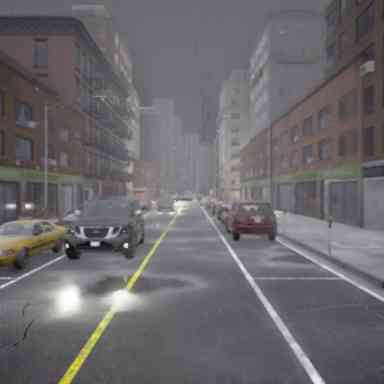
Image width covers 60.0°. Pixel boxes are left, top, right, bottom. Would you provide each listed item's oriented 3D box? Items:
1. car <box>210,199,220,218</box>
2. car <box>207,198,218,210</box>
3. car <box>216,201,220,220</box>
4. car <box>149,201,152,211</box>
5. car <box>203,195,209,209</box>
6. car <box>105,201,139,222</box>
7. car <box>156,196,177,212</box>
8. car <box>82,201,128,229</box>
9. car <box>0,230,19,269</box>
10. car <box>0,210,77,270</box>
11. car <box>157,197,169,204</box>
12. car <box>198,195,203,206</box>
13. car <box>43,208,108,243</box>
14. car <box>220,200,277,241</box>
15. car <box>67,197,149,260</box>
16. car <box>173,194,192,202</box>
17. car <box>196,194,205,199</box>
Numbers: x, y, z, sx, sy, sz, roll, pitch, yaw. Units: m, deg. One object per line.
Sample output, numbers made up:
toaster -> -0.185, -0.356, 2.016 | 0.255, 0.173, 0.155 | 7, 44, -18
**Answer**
car -> 2.846, 1.576, 27.770 | 2.008, 1.369, 4.403 | -1, 0, 0
car -> 2.845, 1.581, 33.267 | 1.887, 1.381, 4.507 | -1, 0, 0
car -> 2.847, 1.543, 22.444 | 1.752, 1.417, 4.829 | -1, 0, 0
car -> -5.680, 1.591, 38.762 | 1.887, 1.381, 4.507 | -1, 0, 0
car -> 2.843, 1.500, 44.260 | 1.967, 1.590, 4.097 | -1, 0, 0
car -> -5.679, 1.549, 27.598 | 1.752, 1.417, 4.829 | -1, 0, 0
car -> -3.093, 1.556, 39.981 | 1.837, 1.490, 4.892 | 0, -1, 0
car -> -5.679, 1.456, 22.272 | 1.967, 1.590, 4.097 | -1, 0, 0
car -> -3.093, 1.351, 1.586 | 2.097, 1.767, 4.553 | 0, 0, 0
car -> -5.676, 1.529, 11.108 | 1.752, 1.417, 4.829 | 0, 0, 0
car -> -5.684, 1.687, 66.246 | 1.947, 1.339, 4.313 | -1, 0, 0
car -> 2.344, 1.620, 57.180 | 1.812, 1.442, 4.674 | 0, 0, 0
car -> -5.676, 1.591, 16.775 | 1.802, 1.307, 4.206 | 0, 0, 0
car -> 2.847, 1.325, 16.777 | 2.192, 1.841, 5.009 | -1, 0, 0
car -> -3.072, 1.227, 12.872 | 2.150, 2.045, 5.566 | 0, 0, -3
car -> -1.848, 1.564, 76.341 | 1.895, 1.301, 4.718 | 0, 0, 31
car -> 2.835, 1.541, 93.121 | 2.192, 1.841, 5.009 | -1, 0, 0
